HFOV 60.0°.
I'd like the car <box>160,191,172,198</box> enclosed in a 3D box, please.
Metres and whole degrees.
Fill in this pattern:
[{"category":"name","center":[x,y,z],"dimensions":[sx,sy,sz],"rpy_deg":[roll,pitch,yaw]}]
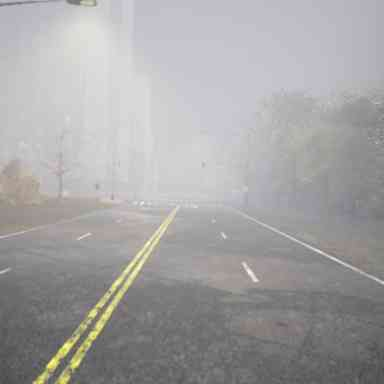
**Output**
[{"category":"car","center":[-6.708,0.546,81.127],"dimensions":[2.097,1.767,4.553],"rpy_deg":[1,0,0]}]
